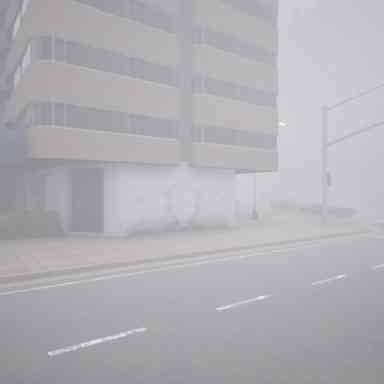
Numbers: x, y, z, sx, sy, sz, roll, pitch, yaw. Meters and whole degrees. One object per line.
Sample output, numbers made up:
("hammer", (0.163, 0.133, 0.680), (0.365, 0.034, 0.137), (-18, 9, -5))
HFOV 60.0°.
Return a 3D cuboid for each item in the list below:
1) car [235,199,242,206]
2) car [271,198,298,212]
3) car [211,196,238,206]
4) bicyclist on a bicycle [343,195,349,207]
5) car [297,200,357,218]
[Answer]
("car", (5.435, 1.547, 52.198), (2.033, 1.411, 5.357), (0, 0, -36))
("car", (11.228, 1.492, 37.940), (2.128, 1.511, 4.902), (0, 0, -36))
("car", (5.607, 1.491, 57.948), (2.128, 1.511, 4.902), (0, 0, -35))
("bicyclist on a bicycle", (22.040, 1.301, 47.694), (1.656, 1.620, 0.582), (0, 0, -36))
("car", (12.412, 1.601, 30.359), (1.895, 1.301, 4.718), (0, 0, -36))
